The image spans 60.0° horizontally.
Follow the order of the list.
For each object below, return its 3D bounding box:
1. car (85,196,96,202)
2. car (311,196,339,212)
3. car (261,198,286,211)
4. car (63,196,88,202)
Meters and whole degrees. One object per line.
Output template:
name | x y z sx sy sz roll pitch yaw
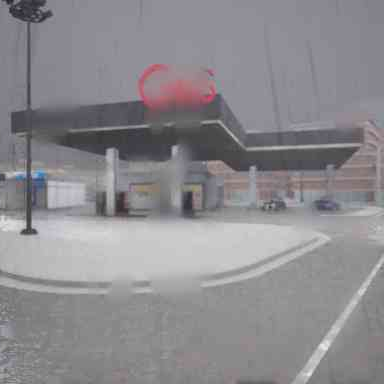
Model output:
car | -22.543 1.701 79.593 4.181 1.385 1.994 0 0 -39
car | 14.790 1.316 36.805 2.242 1.667 4.611 0 0 36
car | 9.661 1.490 39.502 1.970 1.475 3.806 0 0 36
car | -27.569 1.698 79.091 2.033 1.411 5.357 0 0 35
